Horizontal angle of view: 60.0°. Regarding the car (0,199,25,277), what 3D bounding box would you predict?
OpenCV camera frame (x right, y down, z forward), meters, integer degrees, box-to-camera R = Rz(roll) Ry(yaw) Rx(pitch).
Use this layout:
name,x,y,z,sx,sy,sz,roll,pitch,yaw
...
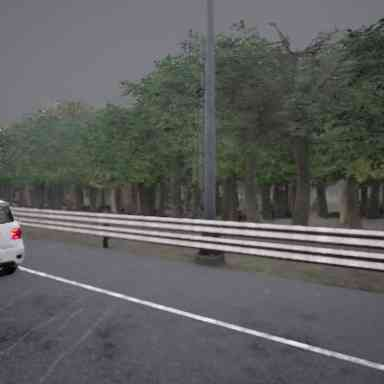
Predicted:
name,x,y,z,sx,sy,sz,roll,pitch,yaw
car,-6.733,1.198,9.032,5.566,2.045,2.150,-1,0,37
